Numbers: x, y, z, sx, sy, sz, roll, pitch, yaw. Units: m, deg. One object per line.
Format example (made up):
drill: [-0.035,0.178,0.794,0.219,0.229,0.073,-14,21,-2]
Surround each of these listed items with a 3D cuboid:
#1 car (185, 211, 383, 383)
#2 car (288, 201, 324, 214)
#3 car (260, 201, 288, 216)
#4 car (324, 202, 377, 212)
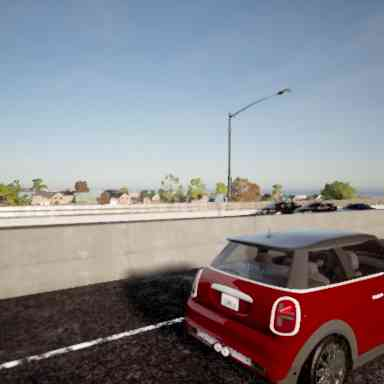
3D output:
car: [2.195,1.369,5.294,4.553,1.767,2.097,0,0,-35]
car: [10.795,1.602,28.655,4.892,1.490,1.837,0,0,-35]
car: [8.505,1.599,31.327,4.892,1.490,1.837,0,0,-35]
car: [12.573,1.622,25.645,4.674,1.442,1.812,0,0,-34]
